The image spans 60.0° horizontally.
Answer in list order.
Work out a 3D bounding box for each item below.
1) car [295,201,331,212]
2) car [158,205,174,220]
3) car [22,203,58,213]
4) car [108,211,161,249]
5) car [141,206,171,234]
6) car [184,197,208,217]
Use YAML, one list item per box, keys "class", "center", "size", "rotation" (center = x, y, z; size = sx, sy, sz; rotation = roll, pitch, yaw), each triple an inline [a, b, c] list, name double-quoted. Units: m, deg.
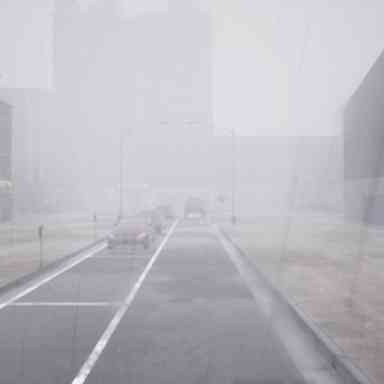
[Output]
- class: "car"
  center: [16.389, 1.960, 45.093]
  size: [4.674, 1.442, 1.812]
  rotation: [0, 0, 0]
- class: "car"
  center: [-2.609, 1.900, 31.569]
  size: [1.947, 1.339, 4.313]
  rotation: [0, -1, 0]
- class: "car"
  center: [-19.264, 2.057, 42.190]
  size: [4.181, 1.385, 1.994]
  rotation: [0, 0, 0]
- class: "car"
  center: [-2.625, 1.744, 15.213]
  size: [1.802, 1.307, 4.206]
  rotation: [0, -1, 0]
- class: "car"
  center: [-2.620, 1.785, 20.665]
  size: [1.947, 1.339, 4.313]
  rotation: [0, -1, 0]
- class: "car"
  center: [0.452, 1.605, 36.436]
  size: [2.150, 2.045, 5.566]
  rotation: [0, -1, 6]
